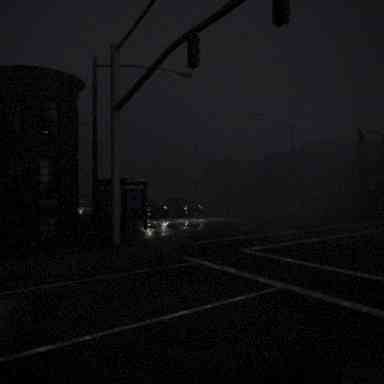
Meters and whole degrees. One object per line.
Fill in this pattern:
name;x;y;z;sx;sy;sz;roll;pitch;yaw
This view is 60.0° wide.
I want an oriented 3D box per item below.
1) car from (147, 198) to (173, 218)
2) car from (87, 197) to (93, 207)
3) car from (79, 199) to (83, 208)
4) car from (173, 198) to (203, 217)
car;-3.923;1.314;28.401;2.097;1.767;4.553;0;0;-35
car;-13.877;1.445;48.592;2.128;1.511;4.902;0;0;-35
car;-16.903;1.313;46.812;2.097;1.767;4.553;0;0;-35
car;-1.001;1.304;30.336;2.097;1.767;4.553;0;0;-35
